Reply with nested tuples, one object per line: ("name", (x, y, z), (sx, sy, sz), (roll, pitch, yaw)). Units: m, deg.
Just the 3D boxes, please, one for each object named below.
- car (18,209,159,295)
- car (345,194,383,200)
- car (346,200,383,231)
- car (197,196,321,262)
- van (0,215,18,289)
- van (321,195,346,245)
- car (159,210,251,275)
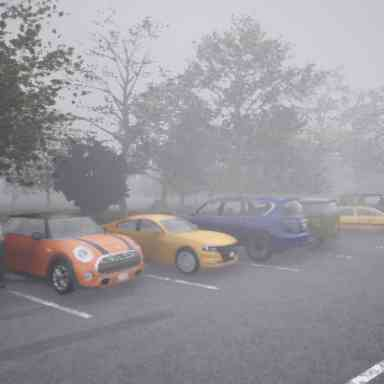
("car", (-3.401, 1.353, 8.786), (4.553, 1.767, 2.185), (-1, -1, 35))
("car", (11.112, 1.125, 19.067), (5.566, 2.045, 2.435), (-1, -1, 35))
("car", (8.836, 1.390, 17.270), (5.366, 1.575, 1.946), (-1, -1, 34))
("car", (1.418, 1.199, 12.223), (5.566, 2.045, 2.435), (-1, 0, 34))
("van", (-5.888, 1.265, 7.109), (4.442, 1.987, 1.878), (-1, 0, 35))
("van", (3.756, 1.209, 13.984), (4.442, 1.987, 1.878), (-1, 0, 35))
("car", (-0.965, 1.464, 10.495), (5.008, 1.535, 2.097), (-1, -1, 34))
